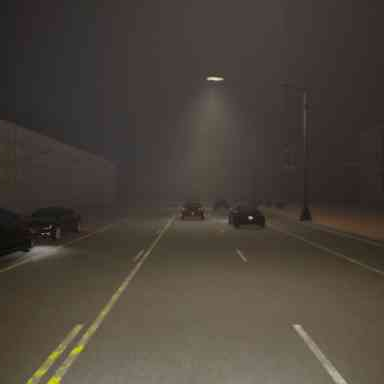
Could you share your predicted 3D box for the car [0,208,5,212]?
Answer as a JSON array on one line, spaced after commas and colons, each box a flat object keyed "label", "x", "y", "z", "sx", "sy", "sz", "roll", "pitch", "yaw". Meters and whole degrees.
[{"label": "car", "x": -10.510, "y": 1.479, "z": 16.483, "sx": 1.882, "sy": 1.535, "sz": 5.008, "roll": 0, "pitch": 0, "yaw": 0}]

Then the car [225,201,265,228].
[{"label": "car", "x": 3.602, "y": 1.564, "z": 22.443, "sx": 1.994, "sy": 1.385, "sz": 4.181, "roll": 0, "pitch": 0, "yaw": 0}]

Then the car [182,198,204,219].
[{"label": "car", "x": 0.079, "y": 1.526, "z": 28.743, "sx": 1.812, "sy": 1.442, "sz": 4.674, "roll": 0, "pitch": 0, "yaw": 0}]

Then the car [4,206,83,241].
[{"label": "car", "x": -6.998, "y": 1.506, "z": 16.676, "sx": 1.837, "sy": 1.490, "sz": 4.892, "roll": 0, "pitch": 0, "yaw": 0}]

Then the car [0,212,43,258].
[{"label": "car", "x": -6.999, "y": 1.565, "z": 11.089, "sx": 1.994, "sy": 1.385, "sz": 4.181, "roll": 0, "pitch": 0, "yaw": 0}]

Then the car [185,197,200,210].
[{"label": "car", "x": 0.095, "y": 1.478, "z": 43.226, "sx": 1.882, "sy": 1.535, "sz": 5.008, "roll": 0, "pitch": 0, "yaw": 0}]

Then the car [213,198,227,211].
[{"label": "car", "x": 3.599, "y": 1.526, "z": 41.609, "sx": 1.812, "sy": 1.442, "sz": 4.674, "roll": 0, "pitch": 0, "yaw": 0}]
